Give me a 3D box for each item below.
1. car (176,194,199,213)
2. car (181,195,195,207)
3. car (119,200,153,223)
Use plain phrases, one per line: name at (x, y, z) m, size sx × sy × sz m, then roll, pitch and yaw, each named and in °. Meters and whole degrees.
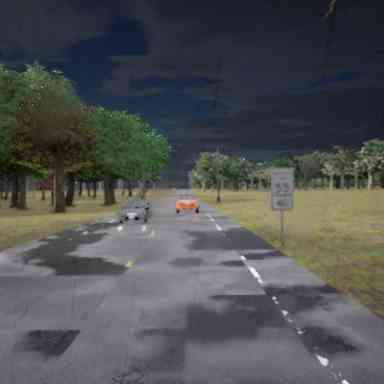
car at (-0.414, 1.039, 32.232) m, size 2.097 × 1.767 × 4.553 m, roll -1°, pitch 0°, yaw 0°
car at (-0.605, 1.216, 47.480) m, size 1.837 × 1.490 × 4.892 m, roll -1°, pitch 0°, yaw 0°
car at (-3.819, 1.299, 23.293) m, size 2.128 × 1.511 × 4.902 m, roll -1°, pitch 1°, yaw -1°
